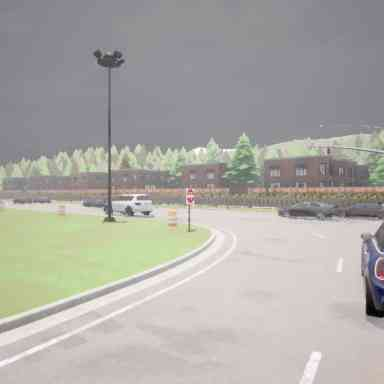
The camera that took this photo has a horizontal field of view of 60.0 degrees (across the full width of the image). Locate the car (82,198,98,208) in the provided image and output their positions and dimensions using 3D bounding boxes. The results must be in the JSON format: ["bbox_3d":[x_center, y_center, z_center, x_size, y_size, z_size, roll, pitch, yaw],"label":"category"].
[{"bbox_3d":[-13.877,1.564,47.462,4.181,1.385,1.994,0,0,41],"label":"car"}]

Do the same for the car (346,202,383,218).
[{"bbox_3d":[14.503,1.547,27.658,5.357,1.411,2.033,0,0,41],"label":"car"}]

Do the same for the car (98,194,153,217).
[{"bbox_3d":[-6.100,1.220,31.536,5.566,2.045,2.150,0,0,41],"label":"car"}]

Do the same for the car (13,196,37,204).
[{"bbox_3d":[-32.185,1.499,63.186,4.902,1.511,2.128,0,0,41],"label":"car"}]

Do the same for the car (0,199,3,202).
[{"bbox_3d":[-32.659,1.547,54.390,5.357,1.411,2.033,0,0,41],"label":"car"}]

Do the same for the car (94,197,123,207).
[{"bbox_3d":[-12.943,1.504,51.279,4.892,1.490,1.837,0,0,41],"label":"car"}]

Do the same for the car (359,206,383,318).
[{"bbox_3d":[4.808,1.352,7.061,2.097,1.767,4.553,0,0,26],"label":"car"}]

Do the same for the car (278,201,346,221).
[{"bbox_3d":[9.526,1.491,27.323,4.902,1.511,2.128,0,0,41],"label":"car"}]

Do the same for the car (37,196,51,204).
[{"bbox_3d":[-29.705,1.557,65.616,4.181,1.385,1.994,0,0,41],"label":"car"}]
